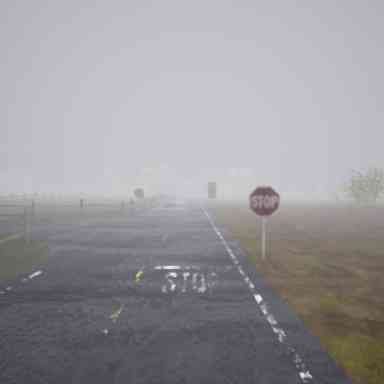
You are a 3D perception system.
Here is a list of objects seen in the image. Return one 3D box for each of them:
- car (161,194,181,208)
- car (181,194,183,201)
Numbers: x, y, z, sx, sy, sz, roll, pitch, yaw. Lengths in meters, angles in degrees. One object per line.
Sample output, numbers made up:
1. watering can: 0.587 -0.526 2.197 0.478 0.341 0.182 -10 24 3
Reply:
1. car: -2.774 1.240 42.113 1.837 1.490 4.892 0 2 0
2. car: -2.789 1.088 66.446 1.895 1.301 4.718 0 1 0
